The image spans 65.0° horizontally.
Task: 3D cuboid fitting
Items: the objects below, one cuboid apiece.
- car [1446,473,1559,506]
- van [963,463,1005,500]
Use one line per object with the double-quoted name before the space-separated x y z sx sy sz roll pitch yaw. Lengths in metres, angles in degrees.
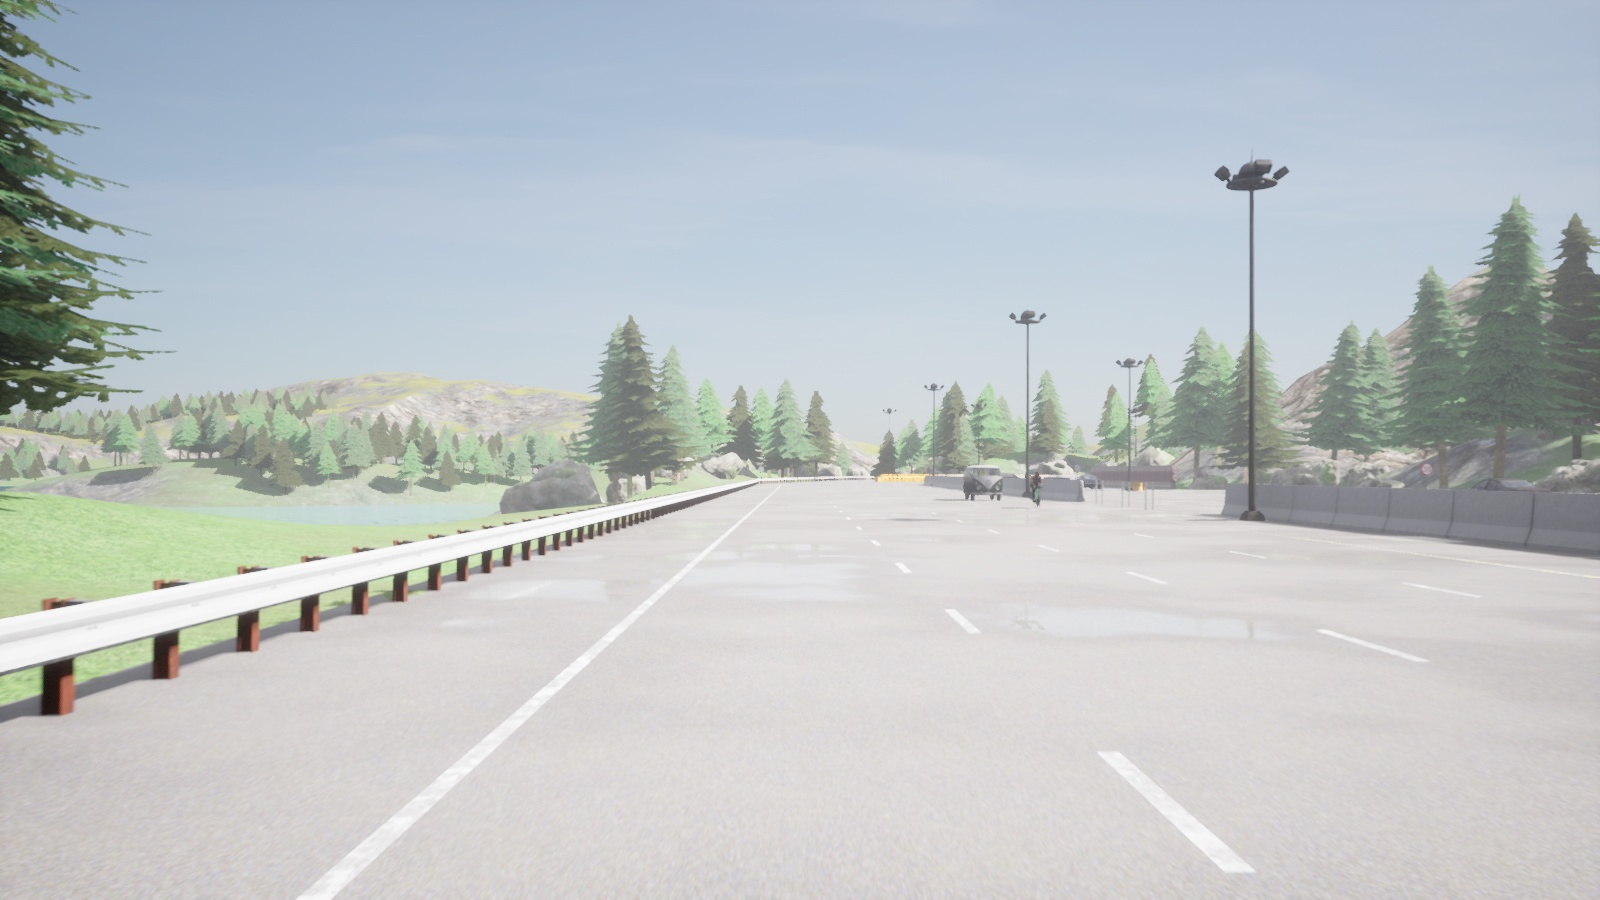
"car" 31.357 1.722 56.265 2.033 1.411 5.357 0 -1 0
"van" 10.304 1.764 70.650 1.775 1.987 4.442 0 -1 1
